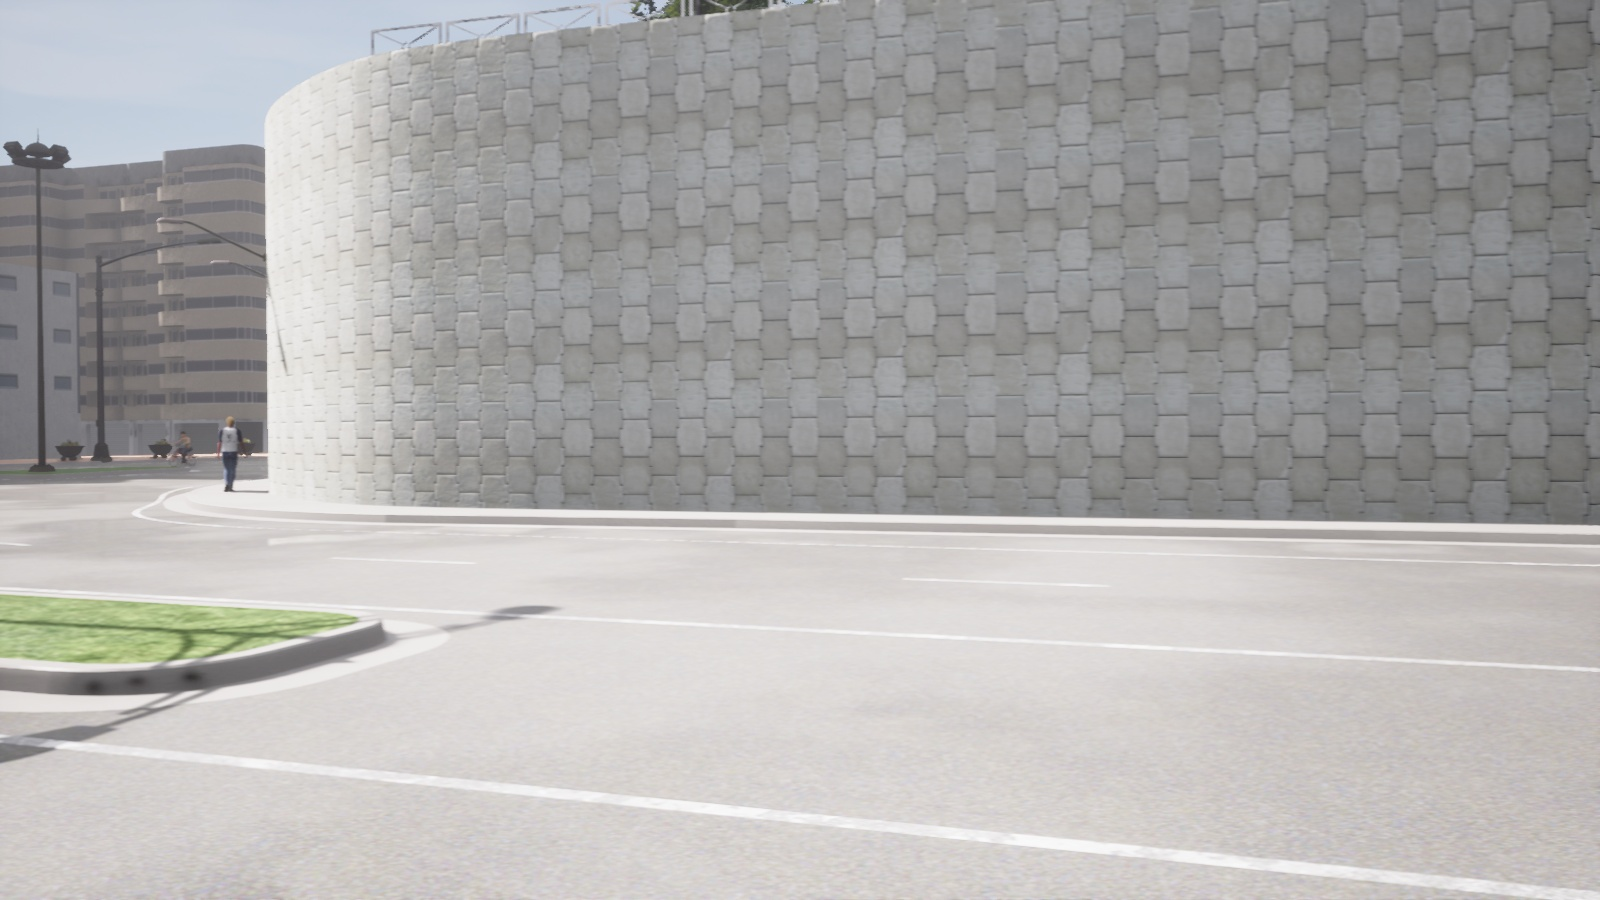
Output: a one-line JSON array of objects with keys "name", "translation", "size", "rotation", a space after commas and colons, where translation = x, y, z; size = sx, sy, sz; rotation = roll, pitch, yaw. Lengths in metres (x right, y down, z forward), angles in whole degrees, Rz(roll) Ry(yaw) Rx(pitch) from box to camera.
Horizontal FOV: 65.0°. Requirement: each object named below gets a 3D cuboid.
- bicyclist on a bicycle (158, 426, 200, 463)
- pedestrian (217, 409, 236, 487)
[{"name": "bicyclist on a bicycle", "translation": [-28.129, -0.256, 56.898], "size": [0.866, 1.612, 1.509], "rotation": [1, 1, 22]}, {"name": "pedestrian", "translation": [-13.638, -0.049, 29.874], "size": [0.354, 1.836, 0.706], "rotation": [0, 1, -21]}]
